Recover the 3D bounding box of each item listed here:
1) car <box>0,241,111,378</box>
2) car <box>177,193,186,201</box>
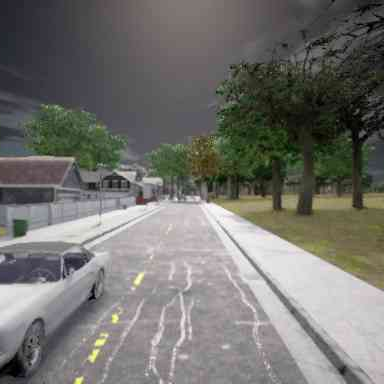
[{"bbox_3d":[-2.849,1.603,5.642,1.895,1.301,4.718,0,0,0],"label":"car"},{"bbox_3d":[-2.723,1.400,90.856,2.150,2.045,5.566,0,0,0],"label":"car"}]
